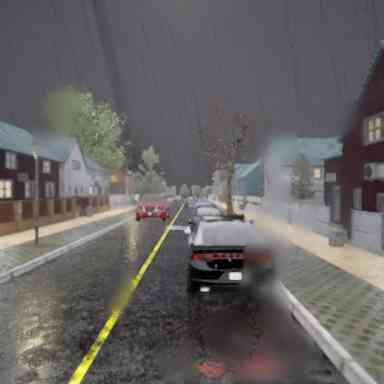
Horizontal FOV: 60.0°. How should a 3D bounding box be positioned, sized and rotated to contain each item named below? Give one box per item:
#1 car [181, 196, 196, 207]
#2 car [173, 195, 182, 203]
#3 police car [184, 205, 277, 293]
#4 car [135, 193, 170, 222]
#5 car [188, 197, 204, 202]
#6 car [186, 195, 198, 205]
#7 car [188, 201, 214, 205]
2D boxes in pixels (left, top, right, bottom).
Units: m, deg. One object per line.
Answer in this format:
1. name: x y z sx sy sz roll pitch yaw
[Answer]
1. car: 0.020 1.351 45.211 2.128 1.511 4.902 0 0 1
2. car: -2.759 1.417 66.790 1.812 1.442 4.674 0 0 0
3. police car: 0.825 1.378 8.889 1.930 1.638 5.238 0 0 0
4. car: -2.849 1.109 25.247 2.150 2.045 5.566 0 0 0
5. car: 0.825 1.367 24.781 1.882 1.535 5.008 0 0 0
6. car: 0.000 1.366 58.555 2.128 1.511 4.902 0 0 0
7. car: 0.825 1.435 18.780 1.812 1.442 4.674 0 0 0
